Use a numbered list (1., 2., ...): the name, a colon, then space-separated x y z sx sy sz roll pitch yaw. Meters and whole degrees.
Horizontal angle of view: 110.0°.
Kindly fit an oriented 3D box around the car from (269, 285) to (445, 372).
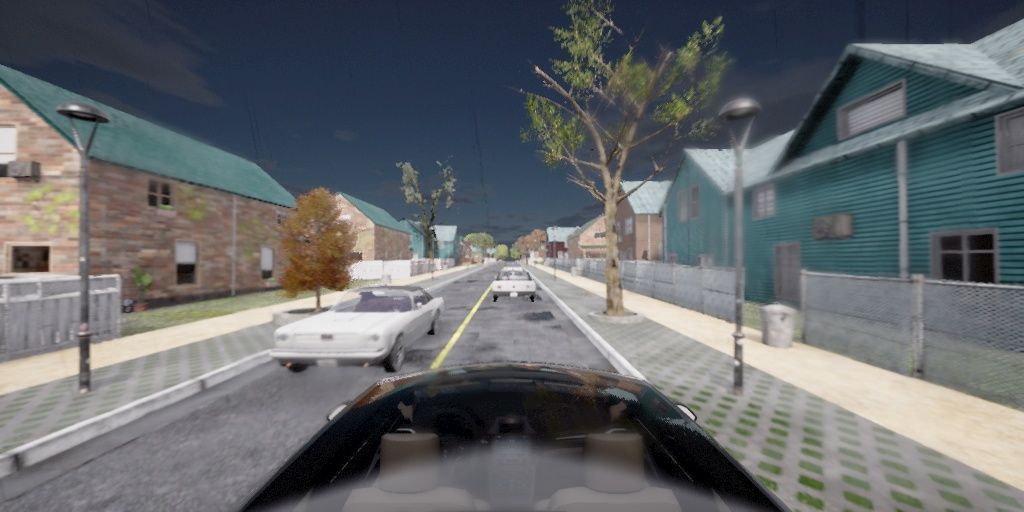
1. car: -2.821 1.338 7.724 1.895 1.301 4.718 0 0 1

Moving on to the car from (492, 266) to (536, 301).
1. car: 0.082 1.322 17.128 1.895 1.301 4.718 0 0 0

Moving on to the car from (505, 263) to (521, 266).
1. car: 0.088 1.311 36.414 1.895 1.301 4.718 0 0 0
